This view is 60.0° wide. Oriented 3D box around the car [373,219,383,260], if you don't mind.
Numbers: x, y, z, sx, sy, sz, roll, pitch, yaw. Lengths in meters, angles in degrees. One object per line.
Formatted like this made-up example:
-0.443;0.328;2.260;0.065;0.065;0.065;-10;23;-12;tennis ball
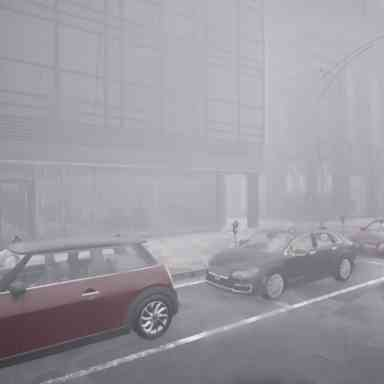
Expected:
6.913;1.579;11.441;4.206;1.307;1.802;0;0;-35;car

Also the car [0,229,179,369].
-2.298;1.440;4.900;4.097;1.590;1.967;0;0;-35;car

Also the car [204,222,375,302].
2.308;1.549;8.170;4.403;1.369;2.008;0;0;-35;car
